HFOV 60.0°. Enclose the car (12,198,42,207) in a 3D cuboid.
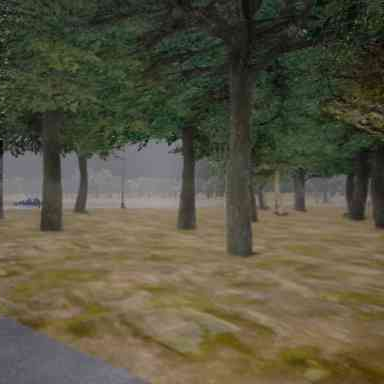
[{"bbox_3d":[-28.041,1.763,56.891,1.882,1.535,5.008,1,0,37],"label":"car"}]
